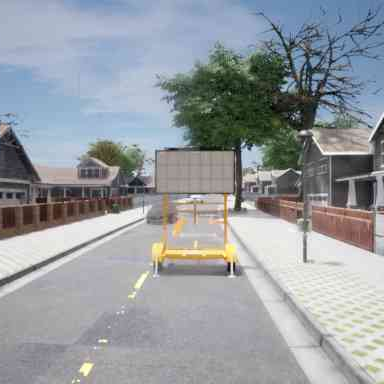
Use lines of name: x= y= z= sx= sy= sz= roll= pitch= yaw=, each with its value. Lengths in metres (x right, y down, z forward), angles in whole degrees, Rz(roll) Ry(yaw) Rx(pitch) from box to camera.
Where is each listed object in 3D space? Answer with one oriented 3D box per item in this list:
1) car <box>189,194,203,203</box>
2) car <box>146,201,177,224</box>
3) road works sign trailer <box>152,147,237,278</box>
car: x=0.754 y=1.015 z=58.594 sx=2.150 sy=2.045 sz=5.566 roll=0 pitch=0 yaw=6
car: x=-2.157 y=1.467 z=24.586 sx=1.837 sy=1.490 sz=4.892 roll=0 pitch=0 yaw=3
road works sign trailer: x=0.097 y=0.457 z=10.144 sx=2.380 sy=3.560 sz=2.880 roll=0 pitch=0 yaw=2
